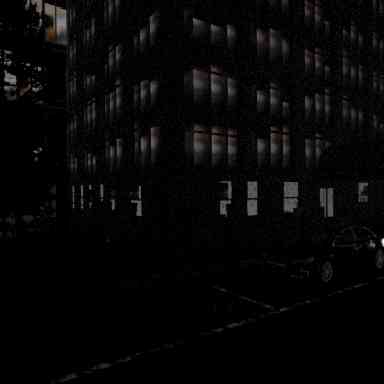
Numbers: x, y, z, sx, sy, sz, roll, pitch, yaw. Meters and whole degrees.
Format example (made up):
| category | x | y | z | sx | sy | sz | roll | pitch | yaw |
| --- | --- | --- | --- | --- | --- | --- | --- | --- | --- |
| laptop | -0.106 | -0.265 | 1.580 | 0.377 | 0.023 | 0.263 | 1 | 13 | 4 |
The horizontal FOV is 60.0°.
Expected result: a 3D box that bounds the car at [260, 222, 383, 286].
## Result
| category | x | y | z | sx | sy | sz | roll | pitch | yaw |
| --- | --- | --- | --- | --- | --- | --- | --- | --- | --- |
| car | 3.800 | 1.549 | 9.305 | 4.403 | 1.369 | 2.008 | 0 | -1 | -36 |
